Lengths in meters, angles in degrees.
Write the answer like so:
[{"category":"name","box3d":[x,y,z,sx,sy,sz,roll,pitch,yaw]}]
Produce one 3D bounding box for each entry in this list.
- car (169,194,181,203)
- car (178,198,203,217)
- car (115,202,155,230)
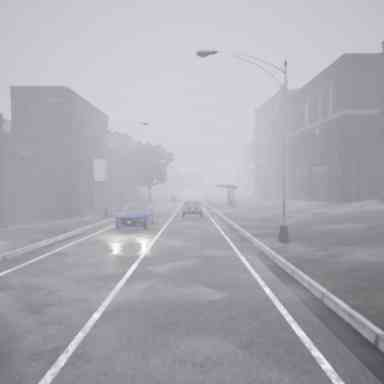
[{"category":"car","box3d":[-3.253,1.139,62.881,2.097,1.767,4.553,0,1,1]},{"category":"car","box3d":[0.025,1.462,30.490,2.033,1.411,5.357,0,0,0]},{"category":"car","box3d":[-3.478,1.408,20.947,1.882,1.535,5.008,0,0,0]}]
